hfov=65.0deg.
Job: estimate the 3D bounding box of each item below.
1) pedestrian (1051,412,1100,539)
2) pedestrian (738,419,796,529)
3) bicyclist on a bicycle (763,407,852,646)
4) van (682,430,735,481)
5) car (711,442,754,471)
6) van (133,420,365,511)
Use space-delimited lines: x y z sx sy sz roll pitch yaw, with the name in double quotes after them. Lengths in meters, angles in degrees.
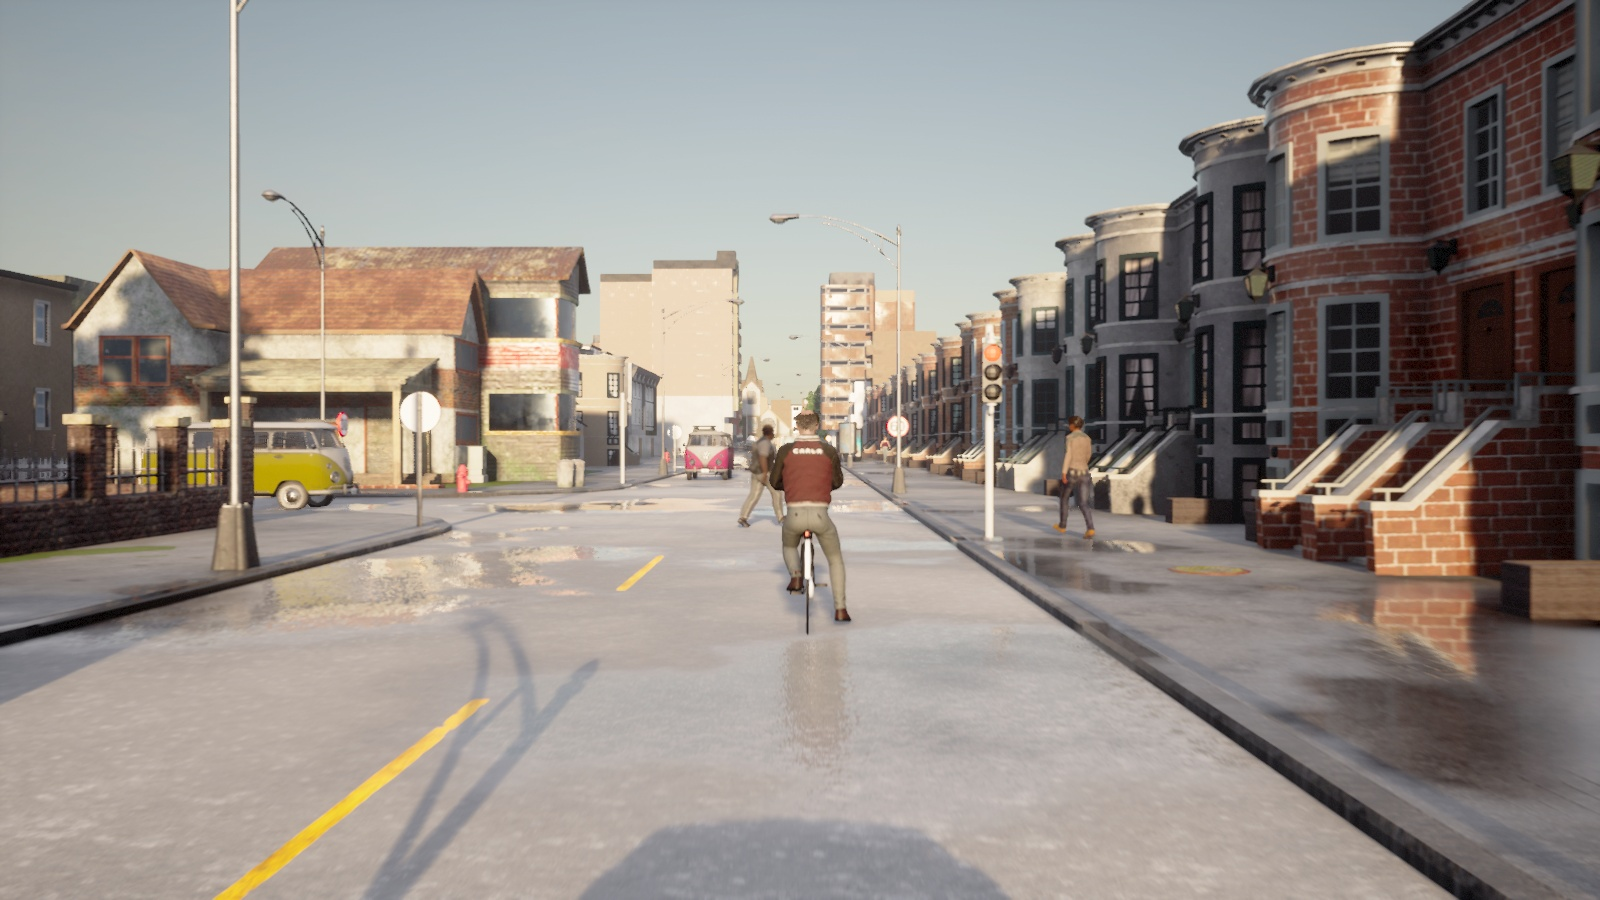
3.996 0.356 18.253 0.328 1.805 0.869 0 0 -16 "pedestrian"
-0.586 0.415 22.036 0.849 1.883 0.563 0 0 -28 "pedestrian"
0.063 0.559 10.238 0.659 1.776 1.843 0 1 0 "bicyclist on a bicycle"
-3.694 0.207 51.320 1.775 1.987 4.442 0 0 1 "van"
-3.596 0.309 67.648 2.007 1.525 4.514 0 0 0 "car"
-12.302 0.330 28.239 4.442 1.987 1.775 0 0 0 "van"
